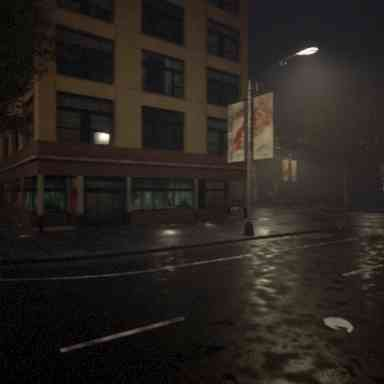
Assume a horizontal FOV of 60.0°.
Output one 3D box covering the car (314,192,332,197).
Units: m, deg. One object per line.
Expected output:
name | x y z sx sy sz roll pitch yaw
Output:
car | 29.142 1.210 76.889 2.002 1.452 4.674 0 0 -36

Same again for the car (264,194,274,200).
car | 18.666 1.310 84.374 2.161 1.482 4.786 0 0 -36

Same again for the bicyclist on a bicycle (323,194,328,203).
bicyclist on a bicycle | 23.356 1.215 58.269 1.656 1.620 0.582 0 0 -36

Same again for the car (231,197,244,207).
car | 5.611 1.451 49.608 1.837 1.490 4.892 0 0 -35
